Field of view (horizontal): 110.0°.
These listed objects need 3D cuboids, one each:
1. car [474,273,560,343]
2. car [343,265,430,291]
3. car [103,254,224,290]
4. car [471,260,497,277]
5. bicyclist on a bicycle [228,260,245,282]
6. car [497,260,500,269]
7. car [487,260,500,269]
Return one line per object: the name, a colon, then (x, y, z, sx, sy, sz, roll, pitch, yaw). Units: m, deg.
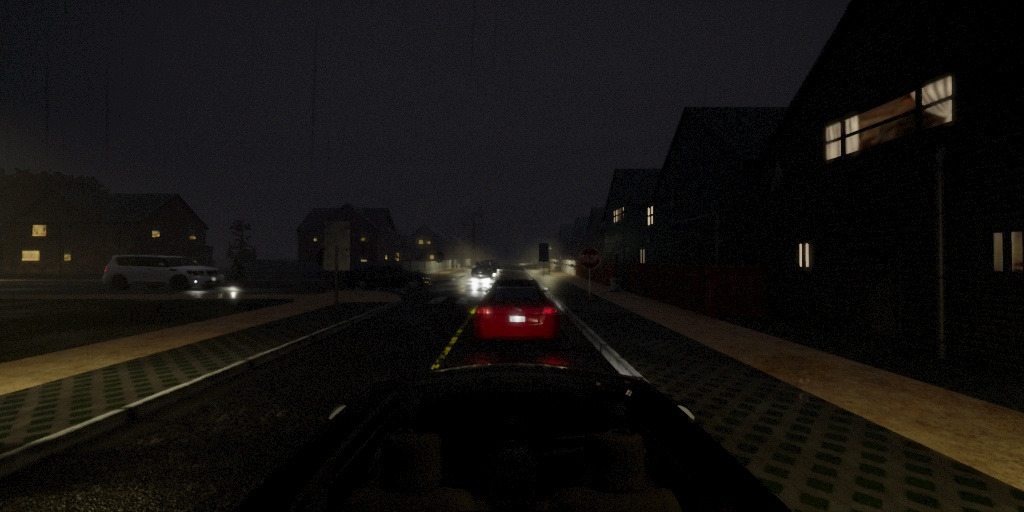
car: (0.092, 1.316, 9.660, 1.994, 1.385, 4.181, 0, 0, -1)
car: (-7.371, 1.255, 21.381, 4.892, 1.490, 1.837, 0, 0, -12)
car: (-19.855, 0.951, 20.545, 5.566, 2.045, 2.150, 1, -1, 0)
car: (-2.903, 1.254, 35.500, 2.128, 1.511, 4.902, 0, 0, 0)
bicyclist on a bicycle: (-20.251, 1.101, 26.399, 0.582, 1.620, 1.656, 0, 0, -1)
car: (-2.913, 1.245, 44.817, 1.882, 1.535, 5.008, 0, 0, 0)
car: (-2.925, 1.301, 57.090, 1.812, 1.442, 4.674, 0, 0, 0)
